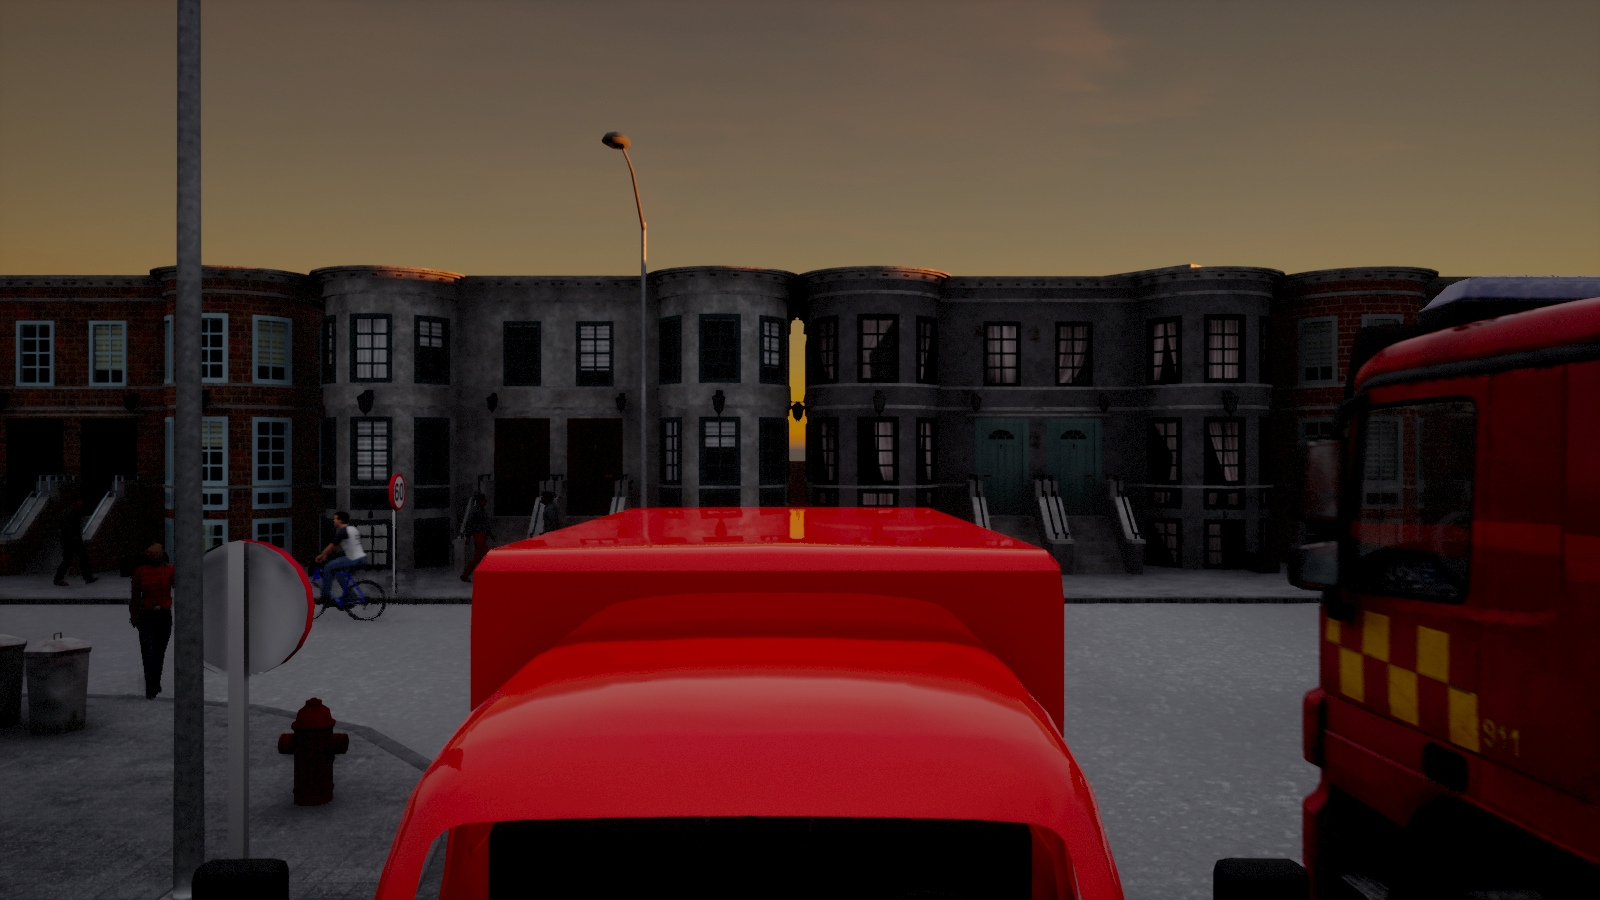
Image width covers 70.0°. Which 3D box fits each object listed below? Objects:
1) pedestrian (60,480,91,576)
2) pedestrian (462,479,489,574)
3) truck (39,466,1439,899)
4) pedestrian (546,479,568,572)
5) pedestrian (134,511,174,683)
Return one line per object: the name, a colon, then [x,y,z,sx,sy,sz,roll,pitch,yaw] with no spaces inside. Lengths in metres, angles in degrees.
pedestrian: [-14.220,1.524,22.425,0.375,1.860,0.375,0,0,-3]
pedestrian: [-6.490,1.524,22.841,0.375,1.860,0.375,0,0,15]
truck: [-0.117,1.346,4.749,2.627,2.467,5.204,0,0,0]
pedestrian: [-4.921,1.526,23.122,0.375,1.860,0.375,0,0,-2]
pedestrian: [-7.239,1.629,12.810,0.375,1.860,0.375,0,0,-26]
